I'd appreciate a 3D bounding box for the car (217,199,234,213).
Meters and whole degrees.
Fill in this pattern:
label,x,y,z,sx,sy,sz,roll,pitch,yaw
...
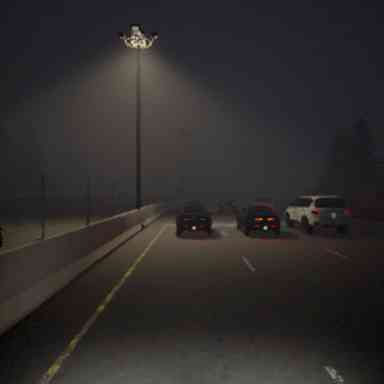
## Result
label,x,y,z,sx,sy,sz,roll,pitch,yaw
car,3.756,1.456,35.622,2.128,1.511,4.902,0,0,3

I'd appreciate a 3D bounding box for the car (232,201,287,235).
label,x,y,z,sx,sy,sz,roll,pitch,yaw
car,3.597,1.486,18.717,1.837,1.490,4.892,0,0,0

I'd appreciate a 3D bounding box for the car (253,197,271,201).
label,x,y,z,sx,sy,sz,roll,pitch,yaw
car,7.205,1.315,34.831,2.097,1.767,4.553,0,0,3

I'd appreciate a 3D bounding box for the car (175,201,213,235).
label,x,y,z,sx,sy,sz,roll,pitch,yaw
car,0.097,1.486,18.629,1.837,1.490,4.892,0,0,0

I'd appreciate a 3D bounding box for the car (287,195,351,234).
label,x,y,z,sx,sy,sz,roll,pitch,yaw
car,7.090,1.203,19.327,2.150,2.045,5.566,0,0,0
